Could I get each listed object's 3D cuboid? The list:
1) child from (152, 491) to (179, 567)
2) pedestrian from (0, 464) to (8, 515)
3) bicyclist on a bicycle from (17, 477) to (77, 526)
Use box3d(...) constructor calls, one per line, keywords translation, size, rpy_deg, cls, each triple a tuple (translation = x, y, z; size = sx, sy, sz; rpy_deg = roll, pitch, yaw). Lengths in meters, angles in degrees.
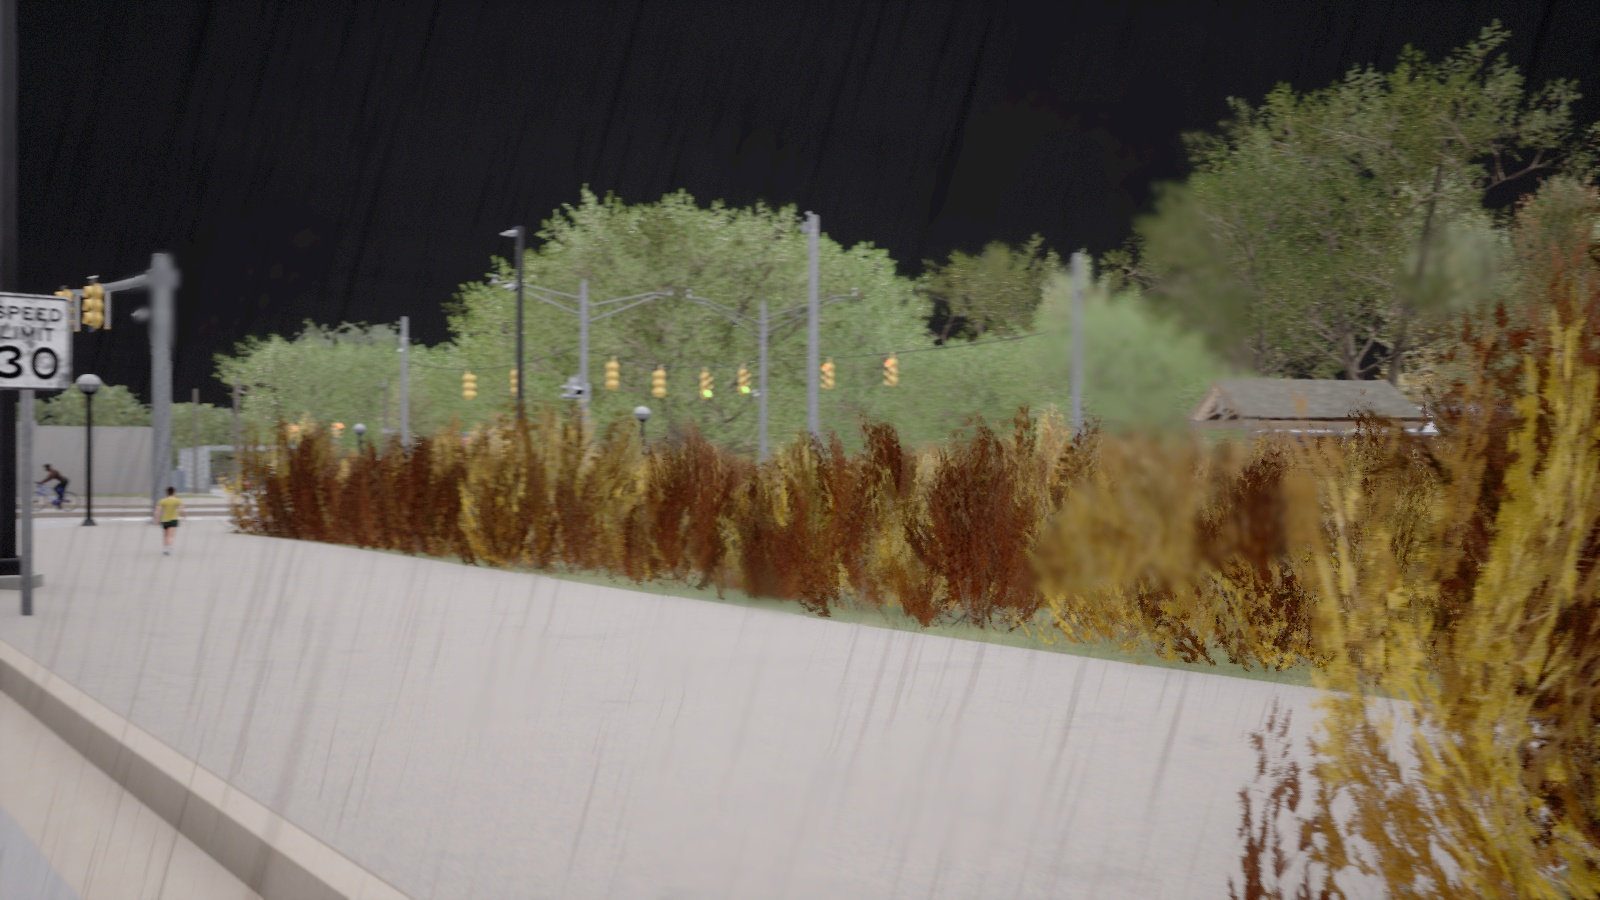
box3d(translation=(-9.519, 1.179, 18.836), size=(0.255, 1.110, 0.394), rpy_deg=(-1, 0, -13), cls="child")
box3d(translation=(-30.883, 1.524, 47.978), size=(0.659, 1.952, 0.873), rpy_deg=(0, 1, 43), cls="pedestrian")
box3d(translation=(-25.518, 1.733, 42.559), size=(1.656, 1.620, 0.582), rpy_deg=(1, -2, -42), cls="bicyclist on a bicycle")
